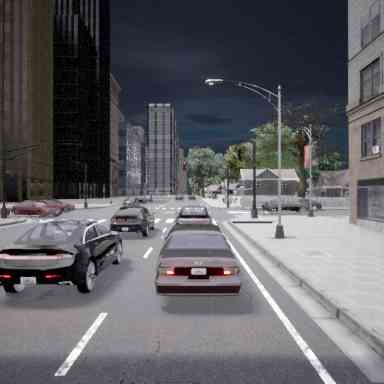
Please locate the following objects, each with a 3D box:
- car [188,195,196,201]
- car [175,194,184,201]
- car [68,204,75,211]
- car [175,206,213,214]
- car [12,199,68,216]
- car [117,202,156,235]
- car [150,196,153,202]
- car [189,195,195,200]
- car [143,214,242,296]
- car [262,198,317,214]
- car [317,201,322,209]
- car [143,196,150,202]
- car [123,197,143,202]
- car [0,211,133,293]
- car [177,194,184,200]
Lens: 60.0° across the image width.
[{"bbox_3d":[0.032,1.494,84.112,1.837,1.490,4.892,0,0,0],"label":"car"},{"bbox_3d":[-3.219,1.341,83.906,2.097,1.767,4.553,0,0,0],"label":"car"},{"bbox_3d":[-14.710,1.516,34.918,4.674,1.442,1.812,0,0,-13],"label":"car"},{"bbox_3d":[0.105,1.491,17.821,2.128,1.511,4.902,0,0,0],"label":"car"},{"bbox_3d":[-13.721,1.486,29.361,4.674,1.442,1.812,1,0,21],"label":"car"},{"bbox_3d":[-3.143,1.504,18.099,1.837,1.490,4.892,0,0,0],"label":"car"},{"bbox_3d":[-9.723,1.517,73.212,1.812,1.442,4.674,0,0,0],"label":"car"},{"bbox_3d":[0.035,1.525,94.348,1.812,1.442,4.674,0,0,0],"label":"car"},{"bbox_3d":[0.094,1.545,8.768,2.033,1.411,5.357,0,0,-1],"label":"car"},{"bbox_3d":[9.708,1.473,34.045,4.902,1.511,2.128,0,-1,0],"label":"car"},{"bbox_3d":[13.298,1.554,40.720,4.892,1.490,1.837,0,-1,0],"label":"car"},{"bbox_3d":[-9.769,1.594,63.100,1.895,1.301,4.718,0,0,1],"label":"car"},{"bbox_3d":[-9.806,1.486,53.781,2.128,1.511,4.902,0,0,1],"label":"car"},{"bbox_3d":[-3.148,1.492,8.839,2.128,1.511,4.902,0,0,0],"label":"car"},{"bbox_3d":[-3.215,1.310,93.941,1.882,1.535,5.008,0,0,0],"label":"car"}]
